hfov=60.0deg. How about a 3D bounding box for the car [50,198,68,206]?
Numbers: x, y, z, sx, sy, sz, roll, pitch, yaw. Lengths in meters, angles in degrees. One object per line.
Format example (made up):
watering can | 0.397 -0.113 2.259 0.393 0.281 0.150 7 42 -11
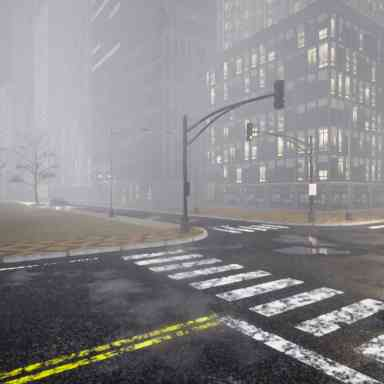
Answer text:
car | -21.724 1.607 54.213 1.895 1.301 4.718 0 0 -35
